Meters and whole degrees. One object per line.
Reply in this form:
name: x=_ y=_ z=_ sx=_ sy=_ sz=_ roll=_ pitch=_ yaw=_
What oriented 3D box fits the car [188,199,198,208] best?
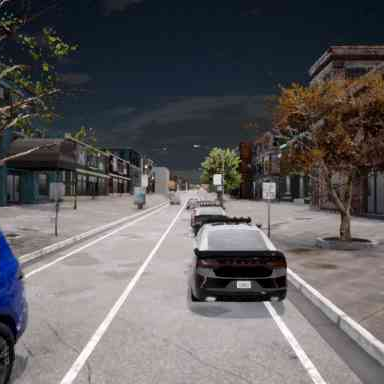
car: x=0.985 y=1.401 z=24.341 sx=2.097 sy=1.767 sz=4.553 roll=0 pitch=0 yaw=0

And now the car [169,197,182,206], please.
car: x=-2.802 y=1.570 z=56.164 sx=1.837 sy=1.490 sz=4.892 roll=0 pitch=0 yaw=0

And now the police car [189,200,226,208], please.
police car: x=0.964 y=1.463 z=18.481 sx=1.930 sy=1.638 sz=5.238 roll=0 pitch=0 yaw=0

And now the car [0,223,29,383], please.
car: x=-3.094 y=1.225 z=1.858 sx=2.150 sy=2.045 sz=5.566 roll=0 pitch=0 yaw=0

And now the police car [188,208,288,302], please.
police car: x=0.929 y=1.441 z=8.481 sx=1.930 sy=1.638 sz=5.238 roll=0 pitch=0 yaw=0
